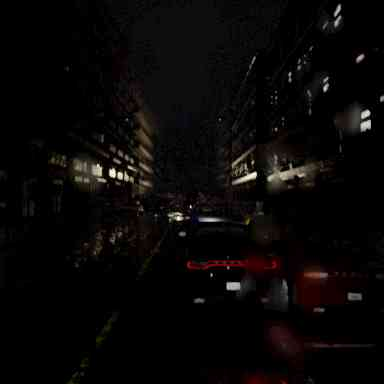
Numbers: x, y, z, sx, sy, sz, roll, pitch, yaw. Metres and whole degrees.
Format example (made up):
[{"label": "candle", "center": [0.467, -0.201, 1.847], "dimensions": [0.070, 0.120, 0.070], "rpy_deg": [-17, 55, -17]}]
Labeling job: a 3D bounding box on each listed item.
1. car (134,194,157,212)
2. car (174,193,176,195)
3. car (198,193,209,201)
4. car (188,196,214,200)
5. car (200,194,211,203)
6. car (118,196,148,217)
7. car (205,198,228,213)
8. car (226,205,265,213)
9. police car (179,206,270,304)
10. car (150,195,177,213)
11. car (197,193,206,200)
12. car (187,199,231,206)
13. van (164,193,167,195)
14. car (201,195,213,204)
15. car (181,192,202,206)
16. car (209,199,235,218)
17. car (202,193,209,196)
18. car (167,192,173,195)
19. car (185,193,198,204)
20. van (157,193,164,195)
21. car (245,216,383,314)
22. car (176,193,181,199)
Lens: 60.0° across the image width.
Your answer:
[{"label": "car", "center": [-5.338, 1.165, 35.186], "dimensions": [2.192, 1.841, 5.009], "rpy_deg": [2, 0, 0]}, {"label": "car", "center": [-5.405, 1.315, 79.430], "dimensions": [1.947, 1.339, 4.313], "rpy_deg": [1, 0, 0]}, {"label": "car", "center": [2.455, 1.071, 73.849], "dimensions": [2.192, 1.841, 5.009], "rpy_deg": [1, 0, 0]}, {"label": "car", "center": [0.792, 1.345, 24.341], "dimensions": [1.801, 1.575, 5.366], "rpy_deg": [0, 0, 0]}, {"label": "car", "center": [2.509, 1.216, 62.788], "dimensions": [1.967, 1.590, 4.097], "rpy_deg": [1, 0, 0]}, {"label": "car", "center": [-5.335, 1.396, 29.485], "dimensions": [1.752, 1.417, 4.829], "rpy_deg": [2, 0, 0]}, {"label": "car", "center": [2.536, 1.401, 35.134], "dimensions": [2.008, 1.369, 4.403], "rpy_deg": [1, 0, 0]}, {"label": "car", "center": [2.567, 1.461, 13.183], "dimensions": [1.752, 1.417, 4.829], "rpy_deg": [1, 0, 0]}, {"label": "police car", "center": [0.698, 1.384, 8.252], "dimensions": [1.930, 1.638, 5.238], "rpy_deg": [0, 0, 0]}, {"label": "car", "center": [-2.895, 1.356, 34.597], "dimensions": [1.837, 1.490, 4.892], "rpy_deg": [0, 0, 0]}, {"label": "car", "center": [2.437, 1.184, 84.913], "dimensions": [1.967, 1.590, 4.097], "rpy_deg": [1, 0, 0]}, {"label": "car", "center": [0.800, 1.392, 18.148], "dimensions": [1.882, 1.535, 5.008], "rpy_deg": [0, 0, 0]}, {"label": "van", "center": [-5.362, 1.141, 51.777], "dimensions": [1.690, 1.788, 3.998], "rpy_deg": [1, 0, 0]}, {"label": "car", "center": [2.507, 1.332, 57.256], "dimensions": [1.887, 1.381, 4.507], "rpy_deg": [1, 0, 0]}, {"label": "car", "center": [-0.053, 1.039, 44.946], "dimensions": [2.150, 2.045, 5.566], "rpy_deg": [0, 0, 0]}, {"label": "car", "center": [2.544, 1.415, 29.603], "dimensions": [1.887, 1.381, 4.507], "rpy_deg": [1, 0, 0]}, {"label": "car", "center": [2.514, 1.345, 51.726], "dimensions": [1.887, 1.381, 4.507], "rpy_deg": [1, 0, 0]}, {"label": "car", "center": [-5.376, 1.091, 62.837], "dimensions": [2.192, 1.841, 5.009], "rpy_deg": [1, 0, 0]}, {"label": "car", "center": [-0.079, 1.136, 58.840], "dimensions": [2.097, 1.767, 4.553], "rpy_deg": [0, 0, 0]}, {"label": "van", "center": [-5.353, 1.155, 46.245], "dimensions": [1.690, 1.788, 3.998], "rpy_deg": [2, 0, 0]}, {"label": "car", "center": [2.574, 1.507, 7.481], "dimensions": [1.887, 1.381, 4.507], "rpy_deg": [1, 0, 0]}, {"label": "car", "center": [-2.878, 1.090, 95.598], "dimensions": [2.097, 1.767, 4.553], "rpy_deg": [0, 0, 0]}]
